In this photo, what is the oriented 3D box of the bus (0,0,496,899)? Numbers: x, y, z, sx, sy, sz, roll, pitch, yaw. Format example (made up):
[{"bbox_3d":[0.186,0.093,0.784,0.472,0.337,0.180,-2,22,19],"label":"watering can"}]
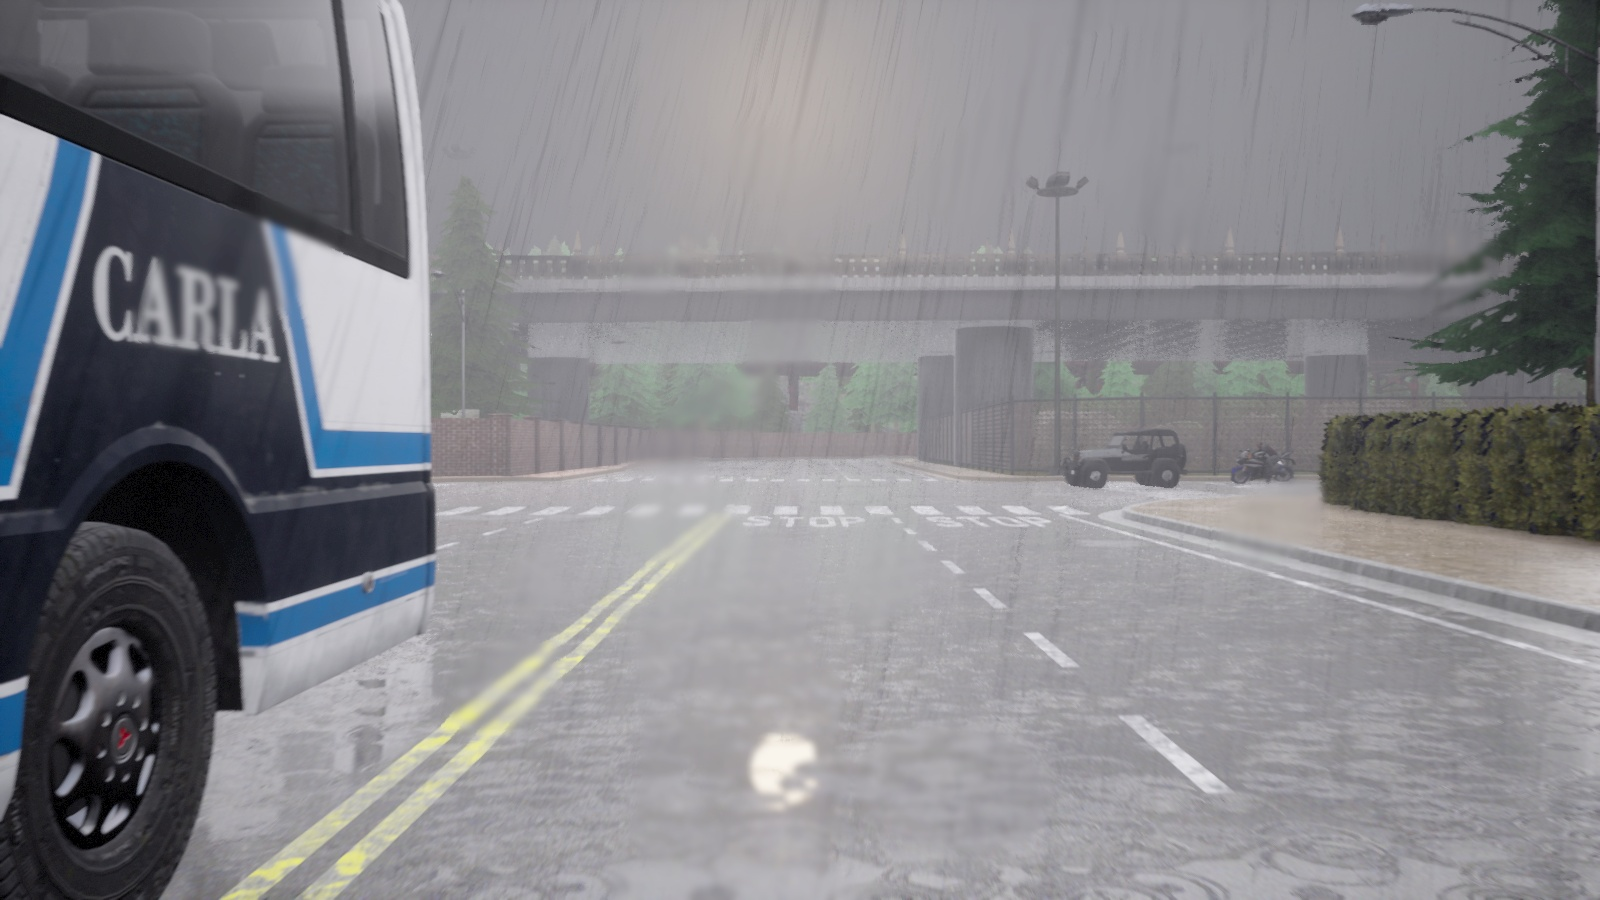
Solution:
[{"bbox_3d":[-3.479,-0.638,1.000,3.944,4.253,10.273,0,0,0],"label":"bus"}]

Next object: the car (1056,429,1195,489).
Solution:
[{"bbox_3d":[10.321,0.272,39.982,3.866,1.878,1.905,0,0,-4],"label":"car"}]

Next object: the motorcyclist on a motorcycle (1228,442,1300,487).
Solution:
[{"bbox_3d":[16.111,0.493,43.653,2.191,1.530,0.866,0,0,0],"label":"motorcyclist on a motorcycle"}]
